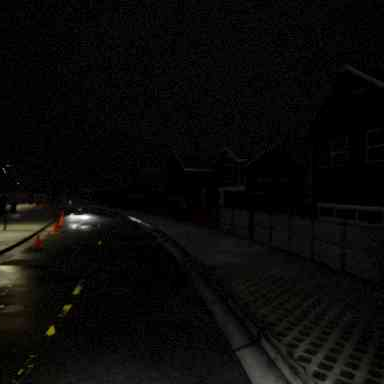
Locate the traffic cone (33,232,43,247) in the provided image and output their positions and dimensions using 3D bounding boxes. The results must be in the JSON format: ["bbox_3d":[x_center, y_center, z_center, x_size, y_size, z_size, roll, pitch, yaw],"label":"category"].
[{"bbox_3d":[-6.409,1.957,13.846,0.340,0.580,0.340,1,-1,-13],"label":"traffic cone"}]

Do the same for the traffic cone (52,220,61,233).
[{"bbox_3d":[-7.653,1.987,18.569,0.340,0.580,0.340,1,-1,-16],"label":"traffic cone"}]

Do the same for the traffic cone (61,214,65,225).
[{"bbox_3d":[-9.117,2.012,23.229,0.340,0.580,0.340,1,-1,-19],"label":"traffic cone"}]

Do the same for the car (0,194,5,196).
[{"bbox_3d":[-41.461,1.115,71.553,4.674,1.442,1.812,1,0,39],"label":"car"}]

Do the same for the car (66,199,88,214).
[{"bbox_3d":[-12.755,1.582,36.873,2.128,1.511,4.902,1,0,-27],"label":"car"}]
